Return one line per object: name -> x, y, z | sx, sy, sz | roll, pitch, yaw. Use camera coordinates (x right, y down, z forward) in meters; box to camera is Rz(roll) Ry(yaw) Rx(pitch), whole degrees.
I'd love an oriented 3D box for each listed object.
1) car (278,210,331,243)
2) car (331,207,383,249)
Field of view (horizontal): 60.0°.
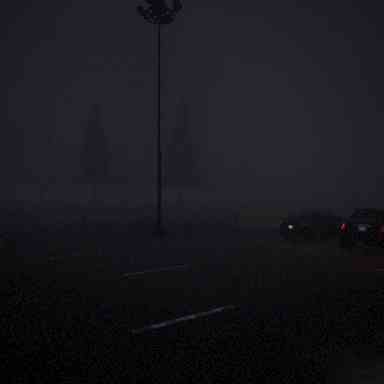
car -> 6.222, 1.569, 16.230 | 4.181, 1.385, 1.994 | 0, 0, -31
car -> 8.009, 1.363, 13.220 | 4.553, 1.767, 2.097 | 0, 0, -31
